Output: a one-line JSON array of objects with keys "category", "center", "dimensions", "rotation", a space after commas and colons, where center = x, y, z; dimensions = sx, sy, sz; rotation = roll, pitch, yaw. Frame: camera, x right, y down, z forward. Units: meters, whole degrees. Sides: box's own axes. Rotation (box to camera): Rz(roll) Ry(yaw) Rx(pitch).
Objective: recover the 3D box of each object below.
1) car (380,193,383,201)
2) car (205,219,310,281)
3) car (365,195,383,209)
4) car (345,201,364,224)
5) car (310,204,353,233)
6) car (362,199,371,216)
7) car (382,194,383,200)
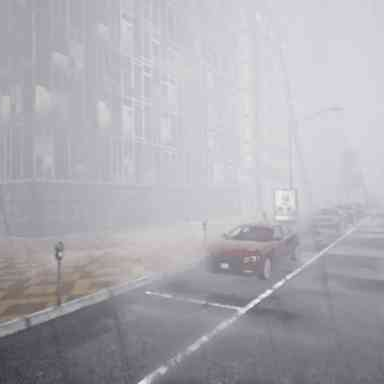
[{"category": "car", "center": [44.833, 1.121, 76.948], "dimensions": [1.967, 1.590, 4.097], "rotation": [-1, 0, 33]}, {"category": "car", "center": [2.042, 1.615, 10.309], "dimensions": [1.887, 1.381, 4.507], "rotation": [-1, 0, 33]}, {"category": "car", "center": [23.437, 1.328, 43.630], "dimensions": [1.967, 1.590, 4.097], "rotation": [-1, 0, 33]}, {"category": "car", "center": [11.211, 1.541, 24.588], "dimensions": [1.887, 1.381, 4.507], "rotation": [-1, 0, 33]}, {"category": "car", "center": [8.155, 1.604, 19.828], "dimensions": [1.802, 1.307, 4.206], "rotation": [-1, 0, 33]}, {"category": "car", "center": [14.268, 1.535, 29.348], "dimensions": [1.947, 1.339, 4.313], "rotation": [-1, 0, 33]}, {"category": "car", "center": [47.891, 1.215, 81.707], "dimensions": [1.947, 1.339, 4.313], "rotation": [-1, 0, 33]}]
